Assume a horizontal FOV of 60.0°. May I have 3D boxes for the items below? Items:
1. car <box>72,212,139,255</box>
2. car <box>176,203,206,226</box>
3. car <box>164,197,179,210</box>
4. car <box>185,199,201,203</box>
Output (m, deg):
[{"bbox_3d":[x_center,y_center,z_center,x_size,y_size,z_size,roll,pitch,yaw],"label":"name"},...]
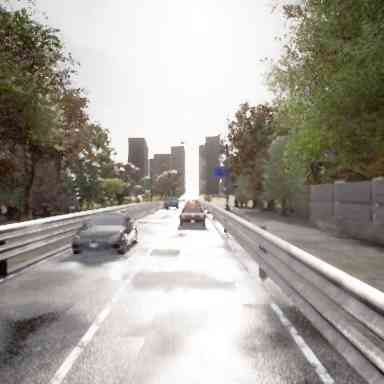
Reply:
[{"bbox_3d":[-3.334,1.562,13.583,1.812,1.442,4.674,0,0,0],"label":"car"},{"bbox_3d":[0.063,1.720,24.600,1.895,1.301,4.718,0,-1,0],"label":"car"},{"bbox_3d":[-3.290,1.822,55.157,2.150,2.045,5.566,0,-1,1],"label":"car"},{"bbox_3d":[0.101,1.718,42.772,2.097,1.767,4.553,0,-1,0],"label":"car"}]
